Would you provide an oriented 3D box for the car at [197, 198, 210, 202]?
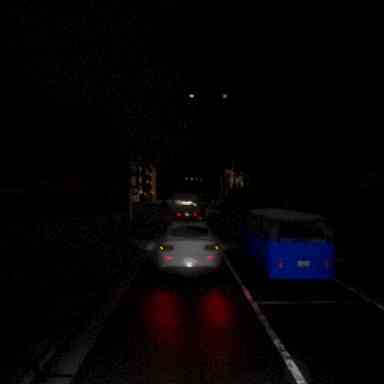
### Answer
[{"bbox_3d":[1.865,1.830,42.031,1.802,1.307,4.206,1,0,-1],"label":"car"}]

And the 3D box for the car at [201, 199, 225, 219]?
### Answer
[{"bbox_3d":[2.067,1.701,31.305,1.752,1.417,4.829,1,0,-1],"label":"car"}]

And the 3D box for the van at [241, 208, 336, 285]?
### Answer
[{"bbox_3d":[2.482,1.389,9.342,1.690,1.788,3.998,1,0,-1],"label":"van"}]

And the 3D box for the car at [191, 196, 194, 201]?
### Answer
[{"bbox_3d":[1.267,2.043,73.904,1.887,1.381,4.507,1,-1,-1],"label":"car"}]

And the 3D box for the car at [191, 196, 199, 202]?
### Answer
[{"bbox_3d":[0.860,2.013,95.651,2.192,1.841,5.009,0,-1,-1],"label":"car"}]

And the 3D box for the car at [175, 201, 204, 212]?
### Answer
[{"bbox_3d":[-0.390,1.693,26.223,2.033,1.411,5.357,0,0,-1],"label":"car"}]

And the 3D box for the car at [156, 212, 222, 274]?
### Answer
[{"bbox_3d":[-0.105,1.582,10.654,1.812,1.442,4.674,0,0,-1],"label":"car"}]

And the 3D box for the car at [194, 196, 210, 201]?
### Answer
[{"bbox_3d":[1.766,1.602,47.481,2.192,1.841,5.009,1,0,-1],"label":"car"}]
